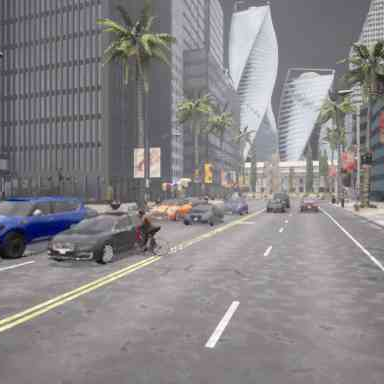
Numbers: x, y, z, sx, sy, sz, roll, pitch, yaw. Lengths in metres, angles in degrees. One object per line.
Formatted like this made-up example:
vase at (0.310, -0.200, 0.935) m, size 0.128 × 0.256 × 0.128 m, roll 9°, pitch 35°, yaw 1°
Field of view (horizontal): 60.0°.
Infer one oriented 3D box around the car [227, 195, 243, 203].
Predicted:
car at (8.857, 1.481, 68.224) m, size 2.231 × 1.521 × 4.892 m, roll 0°, pitch 0°, yaw 18°

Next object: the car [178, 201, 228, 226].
car at (0.893, 1.563, 23.246) m, size 1.994 × 1.385 × 4.181 m, roll 0°, pitch 0°, yaw 19°

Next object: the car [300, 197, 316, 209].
car at (16.476, 1.492, 47.471) m, size 2.128 × 1.511 × 4.902 m, roll 0°, pitch 0°, yaw 18°

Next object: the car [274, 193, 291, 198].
car at (12.648, 1.221, 47.001) m, size 2.150 × 2.045 × 5.566 m, roll 0°, pitch 0°, yaw 19°

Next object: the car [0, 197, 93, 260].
car at (-6.321, 1.223, 13.027) m, size 2.150 × 2.045 × 5.566 m, roll 0°, pitch 0°, yaw 18°

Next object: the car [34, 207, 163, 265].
car at (-2.984, 1.506, 11.963) m, size 1.837 × 1.490 × 4.892 m, roll 0°, pitch 0°, yaw 19°

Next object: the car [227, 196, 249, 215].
car at (4.342, 1.352, 33.470) m, size 2.097 × 1.767 × 4.553 m, roll 0°, pitch 0°, yaw 19°

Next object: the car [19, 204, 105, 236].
car at (-7.373, 1.513, 19.553) m, size 2.161 × 1.482 × 4.786 m, roll 0°, pitch 0°, yaw 18°

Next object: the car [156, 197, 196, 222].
car at (-1.609, 1.351, 26.700) m, size 2.097 × 1.767 × 4.553 m, roll 0°, pitch 0°, yaw 19°

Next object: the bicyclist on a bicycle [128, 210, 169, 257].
bicyclist on a bicycle at (-1.569, 1.455, 11.573) m, size 1.656 × 1.620 × 0.582 m, roll -2°, pitch -1°, yaw 19°

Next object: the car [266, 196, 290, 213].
car at (9.502, 1.492, 37.422) m, size 2.128 × 1.511 × 4.902 m, roll 0°, pitch 0°, yaw 18°

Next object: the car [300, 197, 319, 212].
car at (13.498, 1.526, 38.367) m, size 1.812 × 1.442 × 4.674 m, roll 0°, pitch 0°, yaw 18°

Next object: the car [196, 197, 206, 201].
car at (-0.273, 1.354, 40.303) m, size 2.185 × 1.767 × 4.553 m, roll 0°, pitch 0°, yaw 18°
